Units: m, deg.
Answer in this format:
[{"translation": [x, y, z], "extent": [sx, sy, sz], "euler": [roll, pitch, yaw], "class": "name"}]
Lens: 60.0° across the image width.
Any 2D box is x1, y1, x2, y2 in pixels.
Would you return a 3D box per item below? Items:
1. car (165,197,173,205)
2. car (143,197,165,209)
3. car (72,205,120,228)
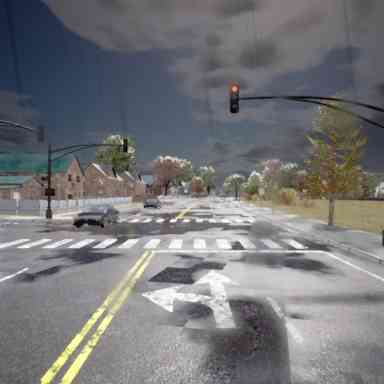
[{"translation": [-4.510, 1.644, 61.090], "extent": [1.812, 1.442, 4.674], "euler": [0, 0, 4], "class": "car"}, {"translation": [-5.400, 1.616, 45.646], "extent": [2.033, 1.411, 5.357], "euler": [0, 0, 3], "class": "car"}, {"translation": [-6.242, 1.572, 22.426], "extent": [2.033, 1.411, 5.357], "euler": [0, 0, 1], "class": "car"}]
